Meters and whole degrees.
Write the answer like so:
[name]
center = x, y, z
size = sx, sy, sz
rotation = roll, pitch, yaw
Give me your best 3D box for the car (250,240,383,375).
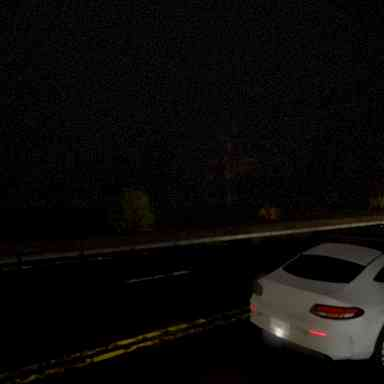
[car]
center = 2.996, 1.550, 5.580
size = 4.674, 1.442, 1.812
rotation = 0, 0, -35
